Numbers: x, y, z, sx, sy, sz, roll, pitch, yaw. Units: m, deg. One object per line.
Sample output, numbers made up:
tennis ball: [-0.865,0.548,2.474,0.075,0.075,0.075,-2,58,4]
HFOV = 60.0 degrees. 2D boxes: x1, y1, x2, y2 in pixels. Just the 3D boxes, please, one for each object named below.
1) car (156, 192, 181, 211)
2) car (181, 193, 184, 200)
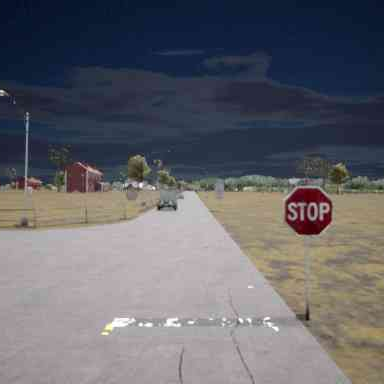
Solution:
car: [-2.746,1.043,37.957,2.150,2.045,5.566,0,1,0]
car: [-2.784,0.973,73.118,1.994,1.385,4.181,0,1,0]
